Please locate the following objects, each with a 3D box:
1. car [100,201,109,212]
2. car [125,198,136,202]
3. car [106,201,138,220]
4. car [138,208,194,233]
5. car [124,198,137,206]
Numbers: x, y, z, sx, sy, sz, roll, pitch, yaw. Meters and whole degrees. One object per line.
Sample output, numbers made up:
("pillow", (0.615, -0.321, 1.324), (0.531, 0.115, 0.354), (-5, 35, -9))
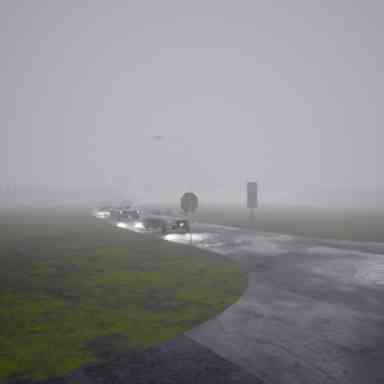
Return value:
("car", (-10.871, 1.806, 42.860), (1.994, 1.385, 4.181), (0, 0, -16))
("car", (-8.923, 1.854, 46.682), (1.895, 1.301, 4.718), (0, 0, -15))
("car", (-6.117, 1.785, 29.921), (1.895, 1.301, 4.718), (0, 0, -24))
("car", (-1.551, 1.706, 20.950), (1.994, 1.385, 4.181), (0, 0, -29))
("car", (-11.764, 1.860, 63.925), (1.837, 1.490, 4.892), (0, 0, -5))
